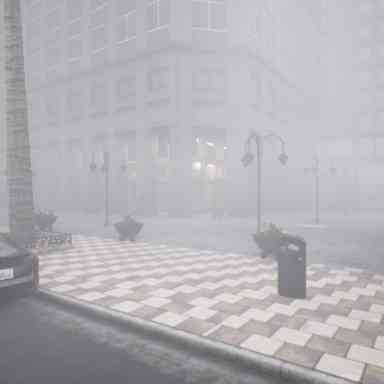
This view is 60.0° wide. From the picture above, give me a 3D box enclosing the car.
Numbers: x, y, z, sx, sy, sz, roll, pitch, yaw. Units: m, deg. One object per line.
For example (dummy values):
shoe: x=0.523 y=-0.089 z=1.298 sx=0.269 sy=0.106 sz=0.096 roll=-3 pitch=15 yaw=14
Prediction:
car: x=-5.267 y=1.513 z=7.213 sx=4.786 sy=1.482 sz=2.161 roll=0 pitch=0 yaw=35
